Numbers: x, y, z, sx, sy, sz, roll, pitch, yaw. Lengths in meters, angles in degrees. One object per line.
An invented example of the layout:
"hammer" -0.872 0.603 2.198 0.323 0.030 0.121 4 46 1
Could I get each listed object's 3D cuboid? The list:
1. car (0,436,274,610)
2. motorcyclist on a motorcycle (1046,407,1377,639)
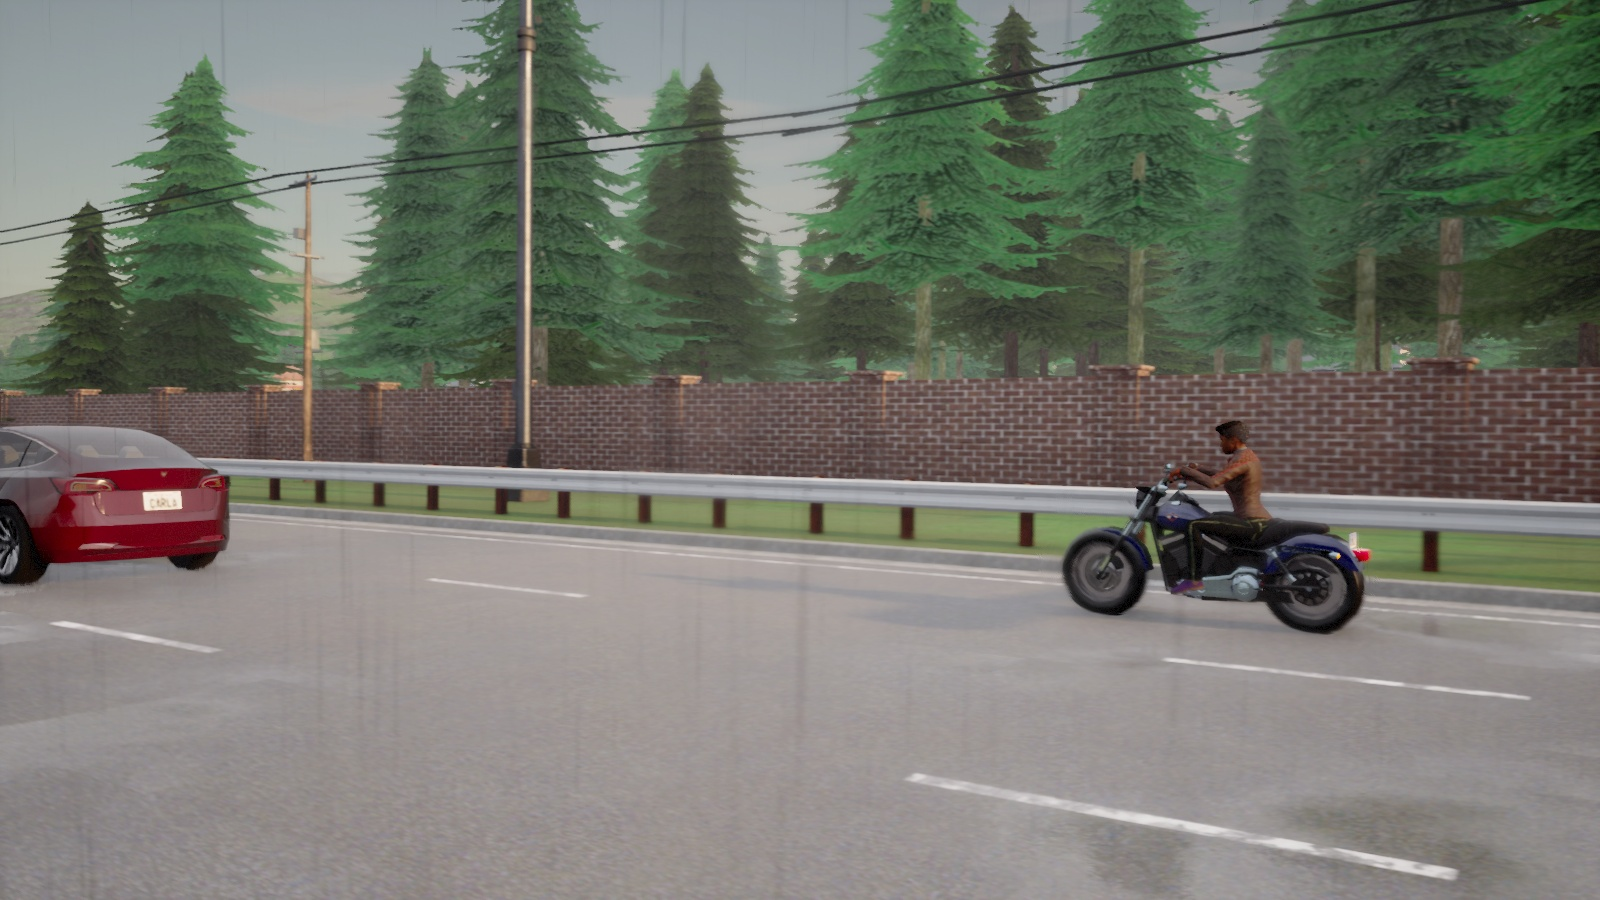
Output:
"car" -7.909 0.624 13.088 4.792 1.488 2.163 0 1 34
"motorcyclist on a motorcycle" 3.203 0.518 9.900 2.350 1.649 0.766 0 1 34
